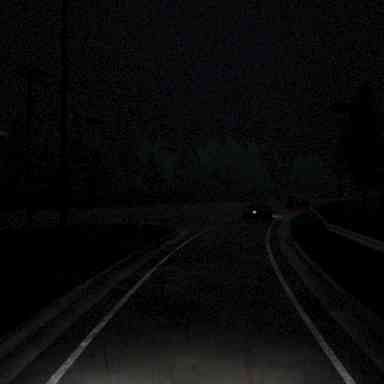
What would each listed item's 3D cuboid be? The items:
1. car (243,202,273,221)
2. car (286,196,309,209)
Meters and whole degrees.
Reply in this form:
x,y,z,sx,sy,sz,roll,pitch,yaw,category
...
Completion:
x,y,z,sx,sy,sz,roll,pitch,yaw,category
5.469,1.514,27.295,1.994,1.385,4.181,0,0,20,car
14.101,1.284,44.145,2.097,1.767,4.553,0,0,31,car
